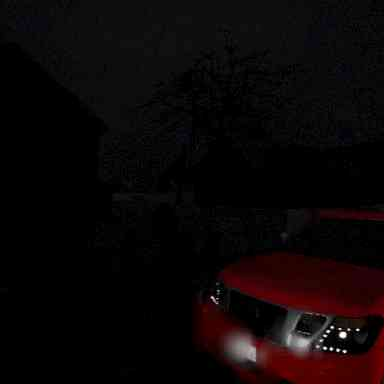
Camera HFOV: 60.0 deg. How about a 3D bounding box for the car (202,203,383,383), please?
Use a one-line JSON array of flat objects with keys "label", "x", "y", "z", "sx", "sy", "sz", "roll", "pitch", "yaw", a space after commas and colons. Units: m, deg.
[{"label": "car", "x": 2.785, "y": 1.225, "z": 4.927, "sx": 5.566, "sy": 2.045, "sz": 2.150, "roll": 0, "pitch": 0, "yaw": -35}]
